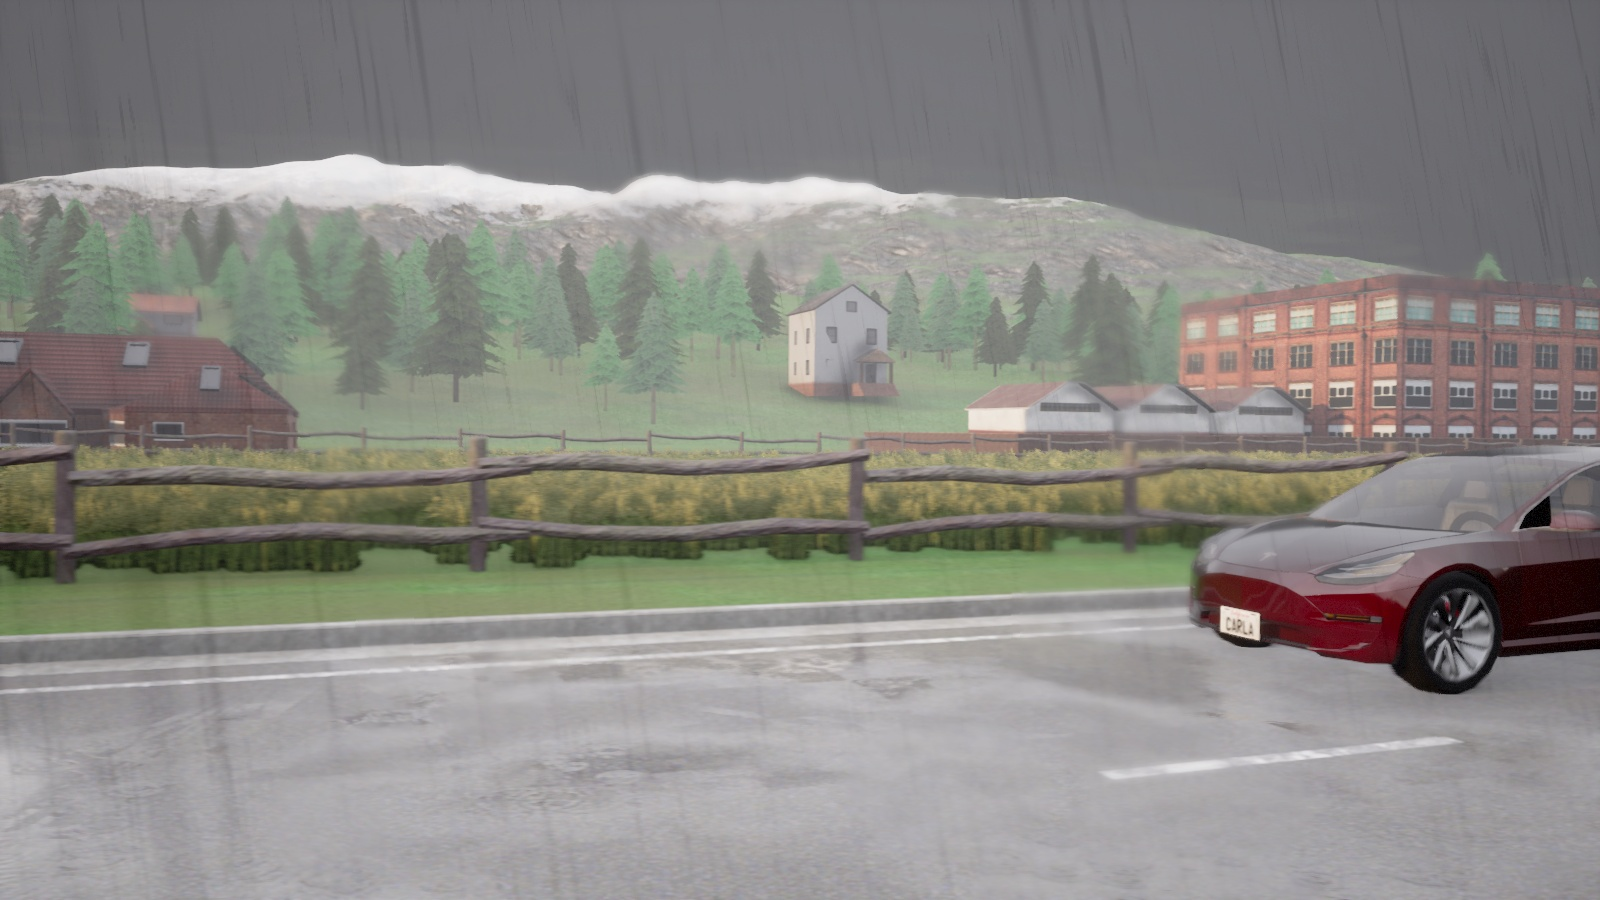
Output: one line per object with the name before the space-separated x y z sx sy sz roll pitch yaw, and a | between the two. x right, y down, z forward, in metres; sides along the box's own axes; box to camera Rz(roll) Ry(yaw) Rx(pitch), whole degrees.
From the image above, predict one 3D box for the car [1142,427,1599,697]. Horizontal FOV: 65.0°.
car | 5.104 0.598 8.920 4.792 1.488 2.163 -1 1 -21
